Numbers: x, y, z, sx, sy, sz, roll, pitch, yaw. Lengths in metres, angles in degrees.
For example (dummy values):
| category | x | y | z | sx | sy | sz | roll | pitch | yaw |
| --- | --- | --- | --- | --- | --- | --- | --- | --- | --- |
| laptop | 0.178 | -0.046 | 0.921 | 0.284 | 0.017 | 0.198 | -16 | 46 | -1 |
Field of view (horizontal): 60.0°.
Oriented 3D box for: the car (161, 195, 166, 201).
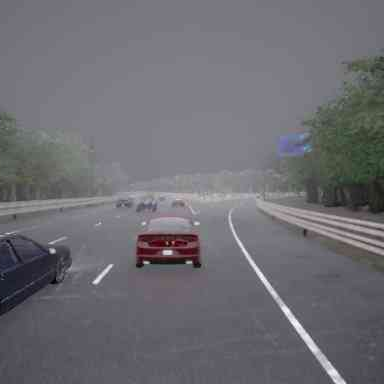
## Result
| category | x | y | z | sx | sy | sz | roll | pitch | yaw |
| --- | --- | --- | --- | --- | --- | --- | --- | --- | --- |
| car | -7.703 | 1.492 | 84.706 | 1.882 | 1.535 | 5.008 | 0 | 0 | -5 |

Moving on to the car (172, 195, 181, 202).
| category | x | y | z | sx | sy | sz | roll | pitch | yaw |
| --- | --- | --- | --- | --- | --- | --- | --- | --- | --- |
| car | -3.661 | 1.502 | 77.981 | 1.837 | 1.490 | 4.892 | 0 | 0 | -4 |

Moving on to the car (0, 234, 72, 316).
| category | x | y | z | sx | sy | sz | roll | pitch | yaw |
| --- | --- | --- | --- | --- | --- | --- | --- | --- | --- |
| car | -4.024 | 1.533 | 6.392 | 2.033 | 1.411 | 5.357 | 0 | 0 | -2 |

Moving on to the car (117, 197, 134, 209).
| category | x | y | z | sx | sy | sz | roll | pitch | yaw |
| --- | --- | --- | --- | --- | --- | --- | --- | --- | --- |
| car | -8.748 | 1.428 | 44.095 | 1.837 | 1.490 | 4.892 | 0 | 0 | -2 |

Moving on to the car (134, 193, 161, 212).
| category | x | y | z | sx | sy | sz | roll | pitch | yaw |
| --- | --- | --- | --- | --- | --- | --- | --- | --- | --- |
| car | -5.059 | 1.290 | 38.476 | 2.097 | 1.767 | 4.553 | 0 | 0 | -2 |

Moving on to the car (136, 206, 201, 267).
| category | x | y | z | sx | sy | sz | roll | pitch | yaw |
| --- | --- | --- | --- | --- | --- | --- | --- | --- | --- |
| car | -0.738 | 1.468 | 11.387 | 1.882 | 1.535 | 5.008 | 0 | 0 | -2 |

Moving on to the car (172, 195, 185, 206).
| category | x | y | z | sx | sy | sz | roll | pitch | yaw |
| --- | --- | --- | --- | --- | --- | --- | --- | --- | --- |
| car | -2.116 | 1.547 | 51.195 | 1.895 | 1.301 | 4.718 | 0 | 0 | -2 |

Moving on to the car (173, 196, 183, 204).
| category | x | y | z | sx | sy | sz | roll | pitch | yaw |
| --- | --- | --- | --- | --- | --- | --- | --- | --- | --- |
| car | -2.651 | 1.455 | 62.166 | 1.882 | 1.535 | 5.008 | 0 | 0 | -3 |
